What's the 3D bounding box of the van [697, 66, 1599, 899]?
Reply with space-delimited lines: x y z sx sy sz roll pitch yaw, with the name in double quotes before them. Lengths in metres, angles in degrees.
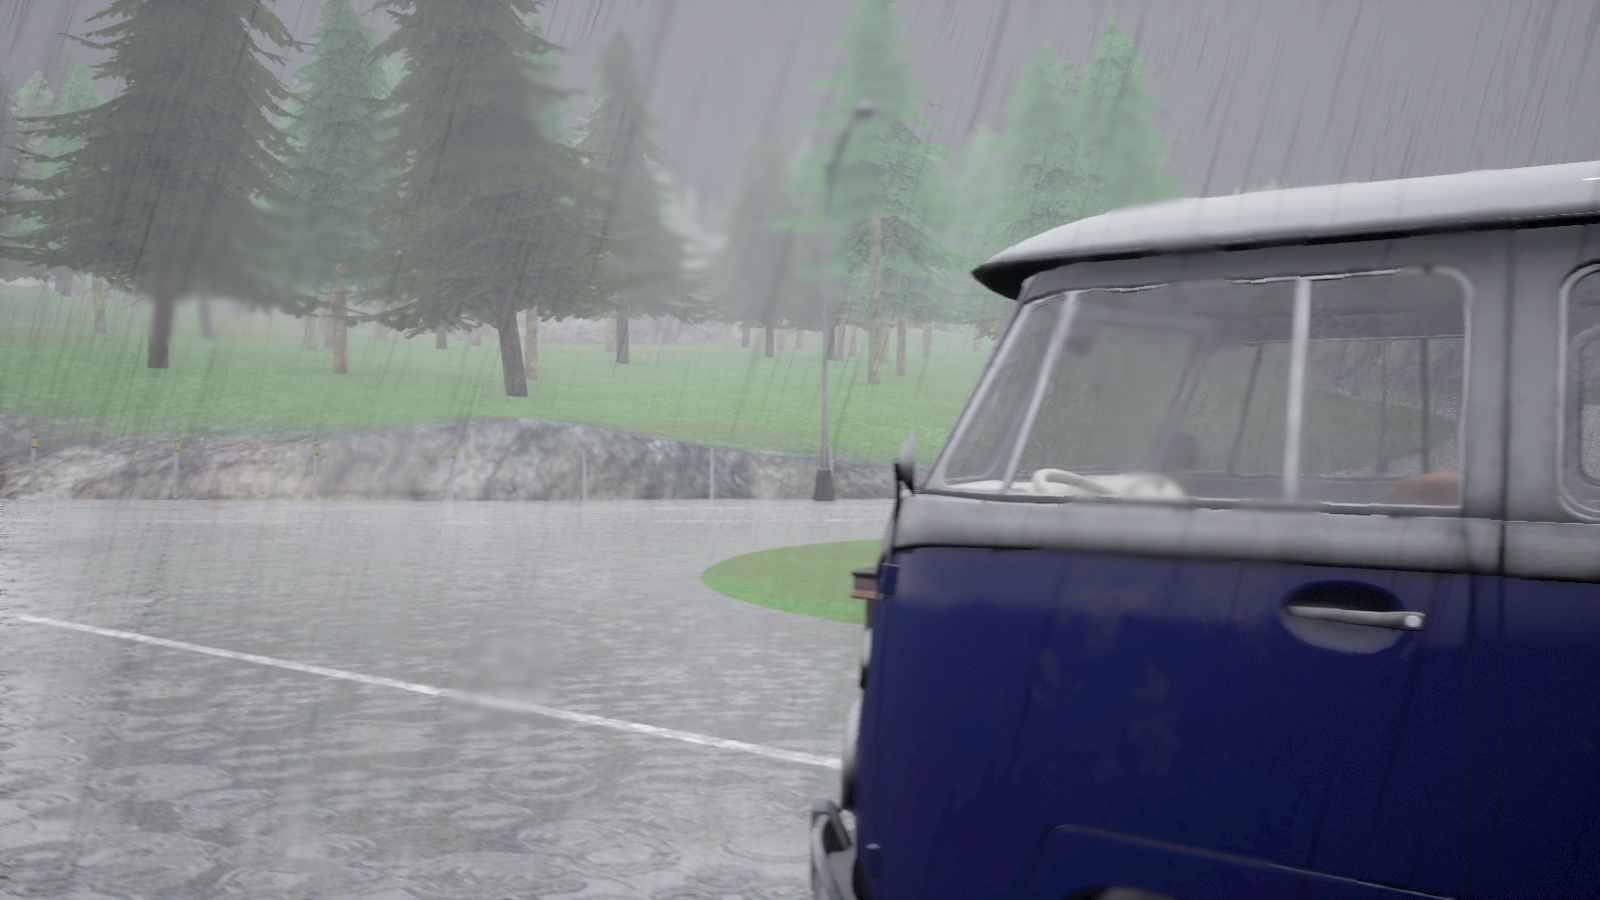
"van" 2.132 0.432 2.202 4.442 1.987 1.775 0 1 34
